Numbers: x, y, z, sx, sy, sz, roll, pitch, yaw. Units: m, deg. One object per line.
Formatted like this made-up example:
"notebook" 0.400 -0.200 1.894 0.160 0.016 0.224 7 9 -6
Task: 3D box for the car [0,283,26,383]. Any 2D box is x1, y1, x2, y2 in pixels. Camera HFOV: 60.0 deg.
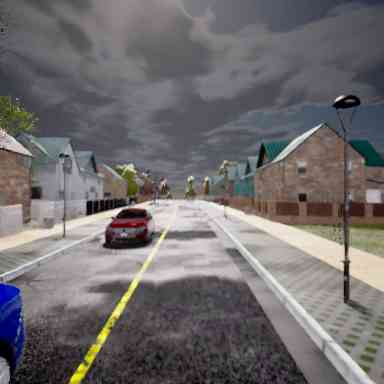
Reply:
"car" -2.848 1.475 1.777 1.882 1.535 5.008 0 0 0

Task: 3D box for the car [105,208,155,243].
"car" -2.837 1.513 16.097 1.812 1.442 4.674 0 0 -1
